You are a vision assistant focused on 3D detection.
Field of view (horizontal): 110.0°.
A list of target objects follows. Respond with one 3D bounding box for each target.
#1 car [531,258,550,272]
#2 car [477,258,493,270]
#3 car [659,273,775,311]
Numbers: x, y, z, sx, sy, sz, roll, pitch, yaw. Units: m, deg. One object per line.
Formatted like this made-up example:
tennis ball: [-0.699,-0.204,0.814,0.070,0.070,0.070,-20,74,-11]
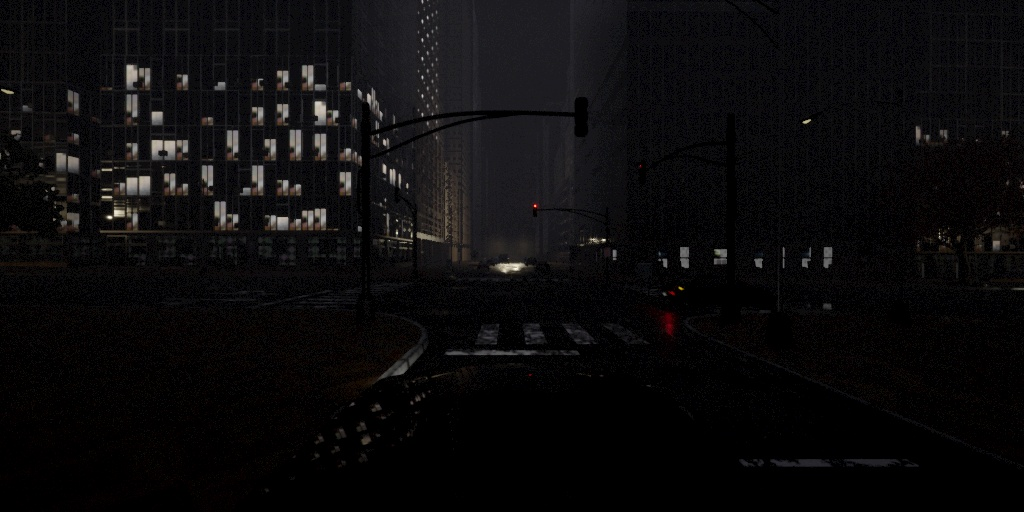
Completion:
car: [3.880,1.329,46.591,1.948,1.339,4.313,0,0,0]
car: [-4.079,1.342,52.076,1.802,1.307,4.207,0,0,0]
car: [8.734,1.461,15.253,4.674,1.442,1.812,1,0,-3]
